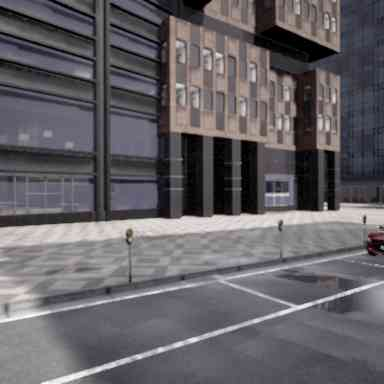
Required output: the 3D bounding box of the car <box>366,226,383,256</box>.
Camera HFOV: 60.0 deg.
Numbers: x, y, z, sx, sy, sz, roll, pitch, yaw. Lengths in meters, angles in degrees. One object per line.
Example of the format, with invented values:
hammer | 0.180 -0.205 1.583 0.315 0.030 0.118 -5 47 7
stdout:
car | 8.358 1.677 12.609 4.507 1.381 1.887 1 -1 -35
